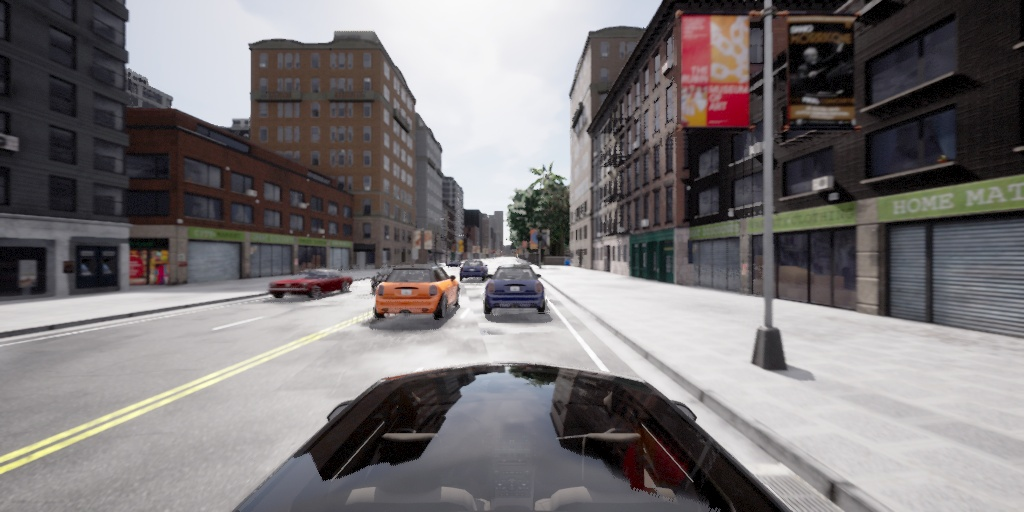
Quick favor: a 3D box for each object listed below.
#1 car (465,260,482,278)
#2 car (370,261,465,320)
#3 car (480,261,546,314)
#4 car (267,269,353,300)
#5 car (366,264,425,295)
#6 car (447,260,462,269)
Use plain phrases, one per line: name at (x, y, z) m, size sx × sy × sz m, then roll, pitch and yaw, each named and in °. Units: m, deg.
car at (-3.159, 1.109, 30.433) m, size 2.097 × 1.767 × 4.553 m, roll 0°, pitch 0°, yaw 0°
car at (-3.153, 1.103, 12.833) m, size 2.097 × 1.767 × 4.553 m, roll 0°, pitch 0°, yaw 0°
car at (0.097, 1.104, 13.962) m, size 2.097 × 1.767 × 4.553 m, roll 0°, pitch 0°, yaw 0°
car at (-9.855, 1.353, 17.950) m, size 1.895 × 1.301 × 4.718 m, roll 0°, pitch 0°, yaw 0°
car at (-6.605, 1.258, 20.934) m, size 1.837 × 1.490 × 4.892 m, roll 0°, pitch 0°, yaw 0°
car at (-9.767, 1.424, 61.099) m, size 1.895 × 1.301 × 4.718 m, roll 0°, pitch 0°, yaw 0°
